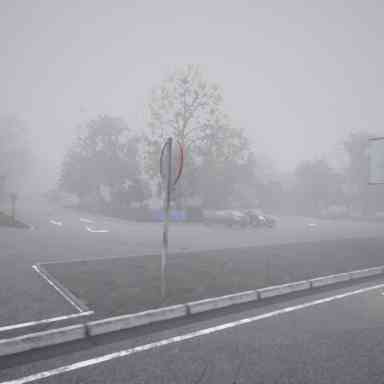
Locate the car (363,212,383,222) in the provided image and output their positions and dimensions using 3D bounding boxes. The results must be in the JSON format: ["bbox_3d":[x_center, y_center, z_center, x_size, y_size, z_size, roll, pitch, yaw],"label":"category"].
[{"bbox_3d":[25.339,3.396,44.388,2.002,1.452,4.674,3,-2,-35],"label":"car"}]

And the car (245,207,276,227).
[{"bbox_3d":[5.457,2.210,30.404,2.185,1.767,4.553,3,-2,-35],"label":"car"}]

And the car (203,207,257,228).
[{"bbox_3d":[2.905,2.244,28.514,2.002,1.452,4.674,3,-2,-36],"label":"car"}]
